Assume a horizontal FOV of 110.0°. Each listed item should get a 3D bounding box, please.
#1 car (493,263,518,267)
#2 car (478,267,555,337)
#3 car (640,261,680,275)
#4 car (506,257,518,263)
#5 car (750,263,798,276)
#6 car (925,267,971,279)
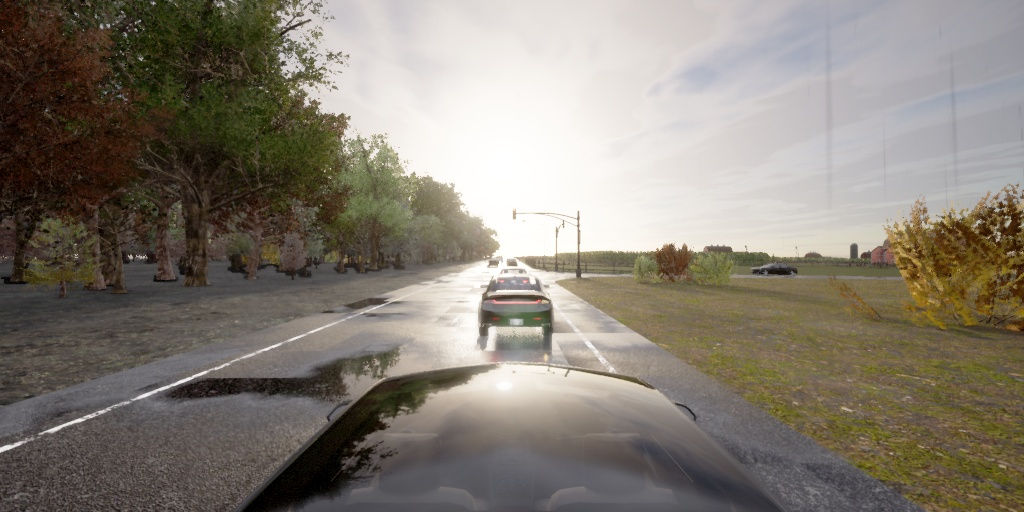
[{"bbox_3d":[0.076,1.302,20.060,2.033,1.411,5.357,0,0,0],"label":"car"},{"bbox_3d":[0.089,1.244,10.319,2.128,1.511,4.902,0,0,0],"label":"car"},{"bbox_3d":[17.680,1.353,43.050,4.553,1.767,2.097,1,-1,1],"label":"car"},{"bbox_3d":[0.020,1.259,62.419,1.837,1.490,4.892,0,0,0],"label":"car"},{"bbox_3d":[31.309,1.627,42.967,5.008,1.535,1.882,1,-1,0],"label":"car"},{"bbox_3d":[48.857,1.882,39.292,4.718,1.301,1.895,1,-1,1],"label":"car"}]
